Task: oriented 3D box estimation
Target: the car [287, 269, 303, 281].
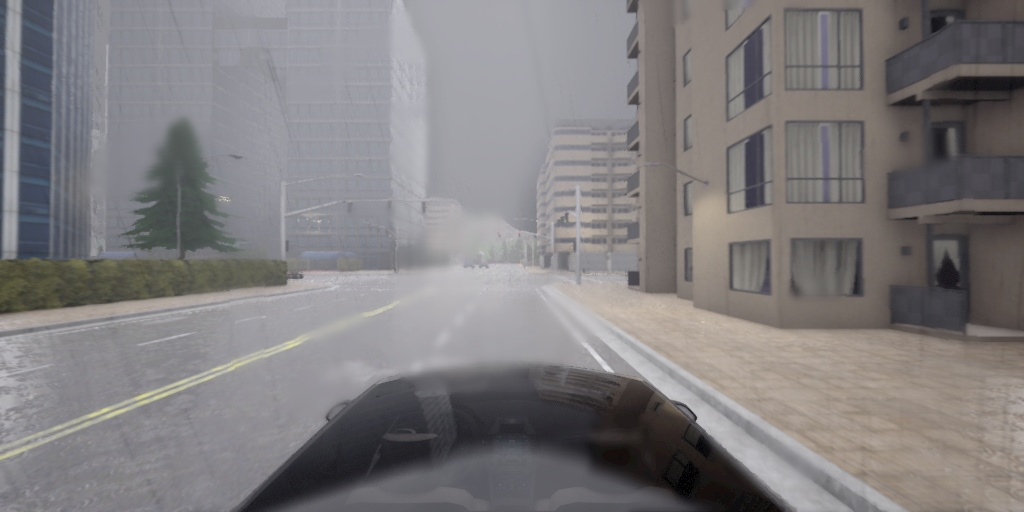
[{"bbox_3d":[-23.069,1.789,35.405,4.181,1.385,1.994,1,-1,-1],"label":"car"}]
